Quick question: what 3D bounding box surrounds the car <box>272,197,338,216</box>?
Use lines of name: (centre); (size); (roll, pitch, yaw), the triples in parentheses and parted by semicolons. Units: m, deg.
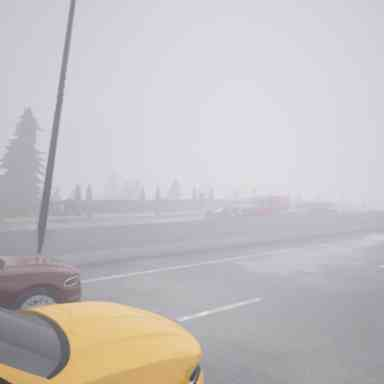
car: (7.940, 1.414, 22.553); (4.553, 1.767, 2.097); (0, 0, -35)

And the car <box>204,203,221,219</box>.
car: (3.213, 1.410, 27.780); (4.553, 1.767, 2.097); (0, 0, -35)

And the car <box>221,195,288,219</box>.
car: (5.194, 1.282, 24.896); (5.566, 2.045, 2.150); (1, 0, -35)

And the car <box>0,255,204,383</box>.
car: (-2.171, 1.475, 2.198); (5.008, 1.535, 1.882); (0, 0, -36)
